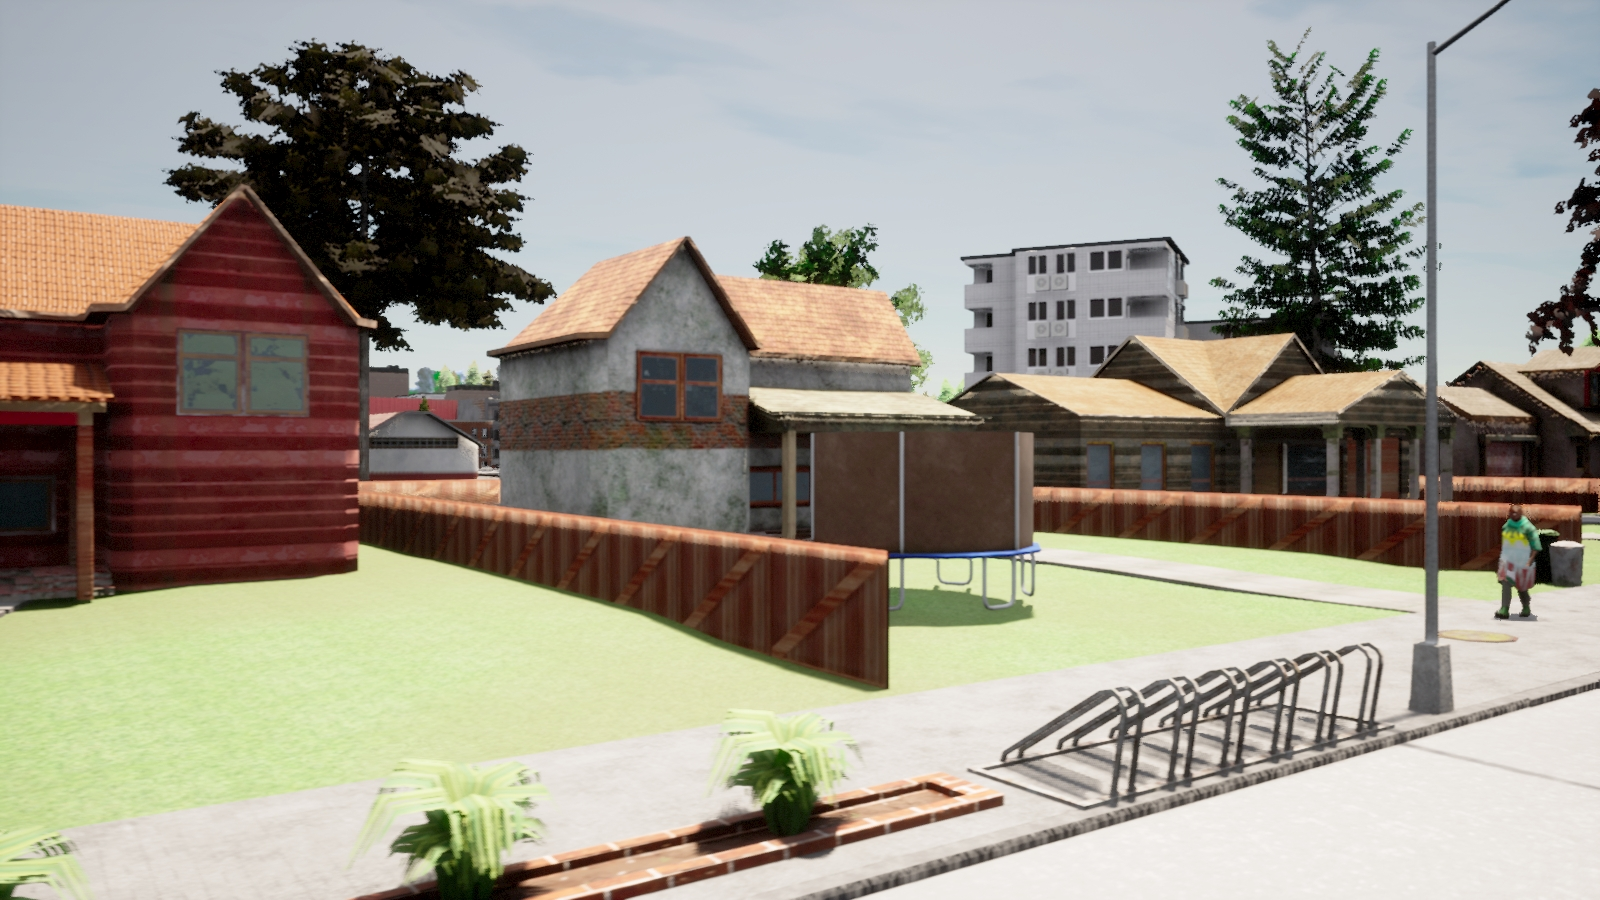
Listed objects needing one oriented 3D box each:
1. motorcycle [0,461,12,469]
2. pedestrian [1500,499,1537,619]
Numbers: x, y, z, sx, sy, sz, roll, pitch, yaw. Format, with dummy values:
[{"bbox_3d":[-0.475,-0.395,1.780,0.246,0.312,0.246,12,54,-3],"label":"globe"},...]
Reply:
[{"bbox_3d":[-116.437,2.183,166.980,2.033,1.199,0.803,1,-1,-35],"label":"motorcycle"},{"bbox_3d":[11.472,1.731,18.253,0.375,1.860,0.375,0,0,-33],"label":"pedestrian"}]
